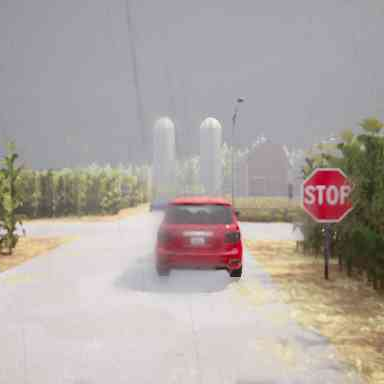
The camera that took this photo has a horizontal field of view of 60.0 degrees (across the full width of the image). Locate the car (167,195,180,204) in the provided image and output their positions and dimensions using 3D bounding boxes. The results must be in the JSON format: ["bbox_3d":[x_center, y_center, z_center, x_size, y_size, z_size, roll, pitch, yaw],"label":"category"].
[{"bbox_3d":[-3.182,1.268,58.404,2.033,1.411,5.357,0,0,0],"label":"car"}]

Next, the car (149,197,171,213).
[{"bbox_3d":[-3.216,1.271,34.372,1.882,1.535,5.008,0,0,0],"label":"car"}]

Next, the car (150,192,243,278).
[{"bbox_3d":[0.291,1.148,10.081,2.150,2.045,5.566,0,1,3],"label":"car"}]

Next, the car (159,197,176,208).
[{"bbox_3d":[-3.218,1.383,44.421,1.895,1.301,4.718,0,0,0],"label":"car"}]
